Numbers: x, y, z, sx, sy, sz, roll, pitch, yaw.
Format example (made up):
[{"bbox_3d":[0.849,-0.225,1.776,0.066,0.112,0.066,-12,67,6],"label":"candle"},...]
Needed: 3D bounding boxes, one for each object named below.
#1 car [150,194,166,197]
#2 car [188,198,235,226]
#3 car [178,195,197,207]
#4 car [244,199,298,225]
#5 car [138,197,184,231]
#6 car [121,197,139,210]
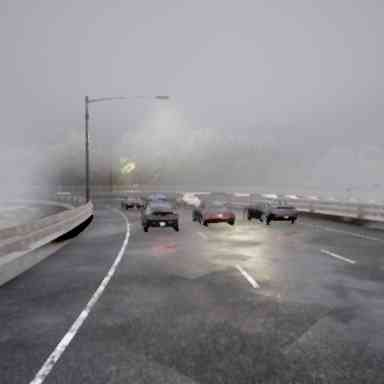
[{"bbox_3d":[-4.173,1.010,39.414,1.882,1.535,5.008,0,1,-21],"label":"car"},{"bbox_3d":[1.252,1.289,20.954,1.994,1.385,4.181,-1,1,-11],"label":"car"},{"bbox_3d":[-0.536,1.027,39.705,1.812,1.442,4.674,-1,1,-21],"label":"car"},{"bbox_3d":[4.831,1.189,21.060,2.128,1.511,4.902,-1,1,-11],"label":"car"},{"bbox_3d":[-1.883,1.282,18.790,1.837,1.490,4.892,-1,1,-11],"label":"car"},{"bbox_3d":[-6.396,1.201,35.375,1.895,1.301,4.718,-1,1,-19],"label":"car"}]
